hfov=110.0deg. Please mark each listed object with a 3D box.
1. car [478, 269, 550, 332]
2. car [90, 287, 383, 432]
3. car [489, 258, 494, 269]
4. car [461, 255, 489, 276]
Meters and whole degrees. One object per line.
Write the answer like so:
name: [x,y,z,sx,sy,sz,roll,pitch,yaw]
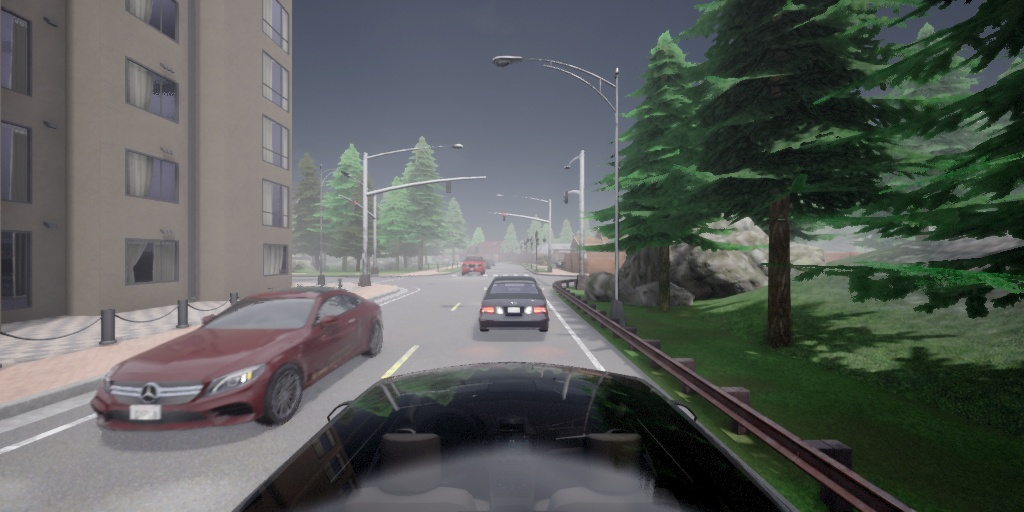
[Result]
car: [0.066,1.297,10.825,2.033,1.411,5.357,0,0,1]
car: [-3.598,1.276,5.849,1.812,1.442,4.674,0,0,0]
car: [-4.053,1.223,52.865,1.837,1.490,4.892,0,1,0]
car: [-3.916,0.947,37.167,2.150,2.045,5.566,0,0,-1]
